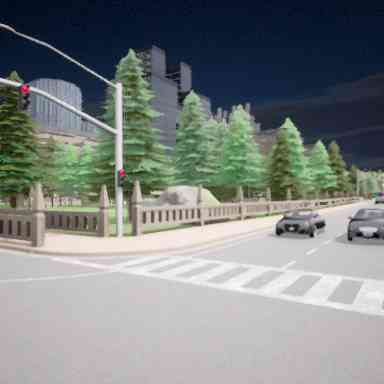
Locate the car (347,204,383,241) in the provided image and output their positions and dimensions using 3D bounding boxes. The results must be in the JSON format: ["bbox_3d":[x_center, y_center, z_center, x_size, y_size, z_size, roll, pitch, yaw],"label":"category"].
[{"bbox_3d":[9.023,1.574,16.581,2.128,1.511,4.902,-1,-1,33],"label":"car"}]

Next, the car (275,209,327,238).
[{"bbox_3d":[6.163,1.682,18.602,1.994,1.385,4.181,-1,-1,33],"label":"car"}]

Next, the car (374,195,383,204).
[{"bbox_3d":[37.672,1.785,66.432,1.882,1.535,5.008,-1,-1,33],"label":"car"}]
